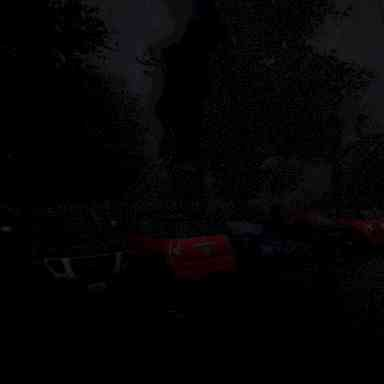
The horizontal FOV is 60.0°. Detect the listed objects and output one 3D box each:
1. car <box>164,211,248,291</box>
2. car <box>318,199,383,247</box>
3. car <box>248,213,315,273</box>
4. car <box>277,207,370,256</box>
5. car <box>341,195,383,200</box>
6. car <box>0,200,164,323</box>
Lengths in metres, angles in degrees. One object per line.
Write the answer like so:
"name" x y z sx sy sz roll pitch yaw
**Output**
"car" -0.908 1.353 9.373 2.185 1.767 4.553 0 0 -35
"car" 5.893 1.347 14.224 2.185 1.767 4.553 0 0 -35
"car" 1.340 1.517 11.018 2.002 1.452 4.674 0 0 -36
"car" 3.611 1.475 12.629 2.097 1.535 5.008 0 0 -35
"car" 10.427 1.215 17.463 2.435 2.045 5.566 0 0 -36
"car" -3.176 1.229 7.759 2.435 2.045 5.566 0 0 -36
